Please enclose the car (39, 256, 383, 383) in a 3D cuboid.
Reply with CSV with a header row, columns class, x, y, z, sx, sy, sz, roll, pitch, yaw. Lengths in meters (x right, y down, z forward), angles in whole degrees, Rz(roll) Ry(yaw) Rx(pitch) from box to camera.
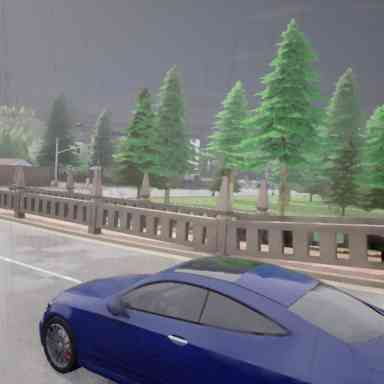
class,x,y,z,sx,sy,sz,roll,pitch,yaw
car,0.154,1.513,3.878,4.674,1.442,1.812,0,0,35
